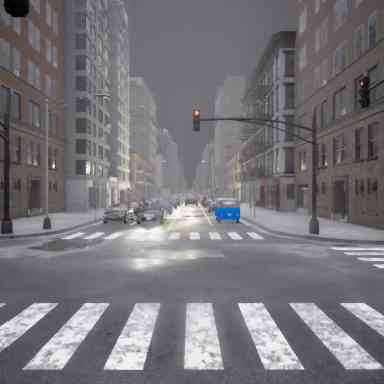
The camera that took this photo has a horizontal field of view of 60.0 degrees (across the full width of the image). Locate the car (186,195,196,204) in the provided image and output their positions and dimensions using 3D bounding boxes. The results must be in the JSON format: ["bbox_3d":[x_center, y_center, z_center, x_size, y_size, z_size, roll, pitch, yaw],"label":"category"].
[{"bbox_3d":[-0.101,1.459,65.064,1.882,1.535,5.008,0,0,0],"label":"car"}]

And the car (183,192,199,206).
[{"bbox_3d":[-0.086,1.340,55.032,2.097,1.767,4.553,0,0,0],"label":"car"}]

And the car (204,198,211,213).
[{"bbox_3d":[2.580,1.580,36.299,1.802,1.307,4.206,0,0,0],"label":"car"}]

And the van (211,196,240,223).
[{"bbox_3d":[2.598,1.340,24.937,1.690,1.788,3.998,0,0,0],"label":"van"}]

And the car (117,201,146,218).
[{"bbox_3d":[-5.436,1.543,30.597,1.887,1.381,4.507,0,0,0],"label":"car"}]

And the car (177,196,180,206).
[{"bbox_3d":[-2.914,1.560,43.136,1.994,1.385,4.181,0,0,0],"label":"car"}]

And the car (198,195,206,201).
[{"bbox_3d":[2.502,1.530,87.431,1.947,1.339,4.313,0,0,0],"label":"car"}]

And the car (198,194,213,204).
[{"bbox_3d":[2.554,1.305,53.343,2.192,1.841,5.009,0,0,0],"label":"car"}]

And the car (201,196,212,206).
[{"bbox_3d":[2.563,1.576,47.662,1.802,1.307,4.206,0,0,0],"label":"car"}]

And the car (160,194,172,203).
[{"bbox_3d":[-5.497,1.292,70.370,2.192,1.841,5.009,0,0,0],"label":"car"}]

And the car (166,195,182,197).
[{"bbox_3d":[-2.889,1.554,53.158,1.994,1.385,4.181,0,0,1],"label":"car"}]

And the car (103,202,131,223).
[{"bbox_3d":[-5.427,1.549,24.915,2.008,1.369,4.403,0,0,0],"label":"car"}]

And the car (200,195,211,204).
[{"bbox_3d":[2.537,1.421,64.706,1.967,1.590,4.097,0,0,0],"label":"car"}]

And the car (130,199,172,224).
[{"bbox_3d":[-2.876,1.490,24.467,2.128,1.511,4.902,0,0,-1],"label":"car"}]

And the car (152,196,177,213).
[{"bbox_3d":[-2.903,1.476,33.910,1.882,1.535,5.008,0,0,0],"label":"car"}]

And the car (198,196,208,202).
[{"bbox_3d":[2.519,1.524,76.068,2.008,1.369,4.403,0,0,0],"label":"car"}]
